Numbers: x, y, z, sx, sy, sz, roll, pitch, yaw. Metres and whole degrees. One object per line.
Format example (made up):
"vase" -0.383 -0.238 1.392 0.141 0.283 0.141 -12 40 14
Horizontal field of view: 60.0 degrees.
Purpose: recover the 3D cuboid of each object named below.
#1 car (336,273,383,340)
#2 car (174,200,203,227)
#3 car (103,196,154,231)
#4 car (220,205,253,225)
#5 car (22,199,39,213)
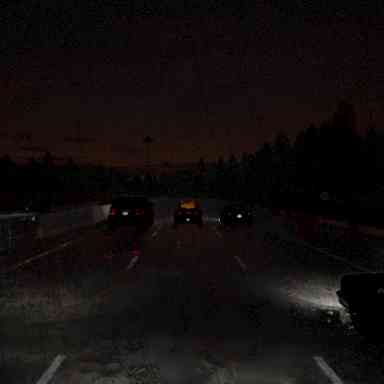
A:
"car" 3.556 1.556 3.554 2.033 1.411 5.357 0 0 -1
"car" -0.267 1.563 23.513 2.128 1.511 4.902 0 0 -1
"car" -3.738 1.291 21.125 2.150 2.045 5.566 0 0 -1
"car" 3.217 1.637 24.769 1.994 1.385 4.181 0 0 -1
"car" -18.153 1.627 39.084 2.128 1.511 4.902 0 0 -1
